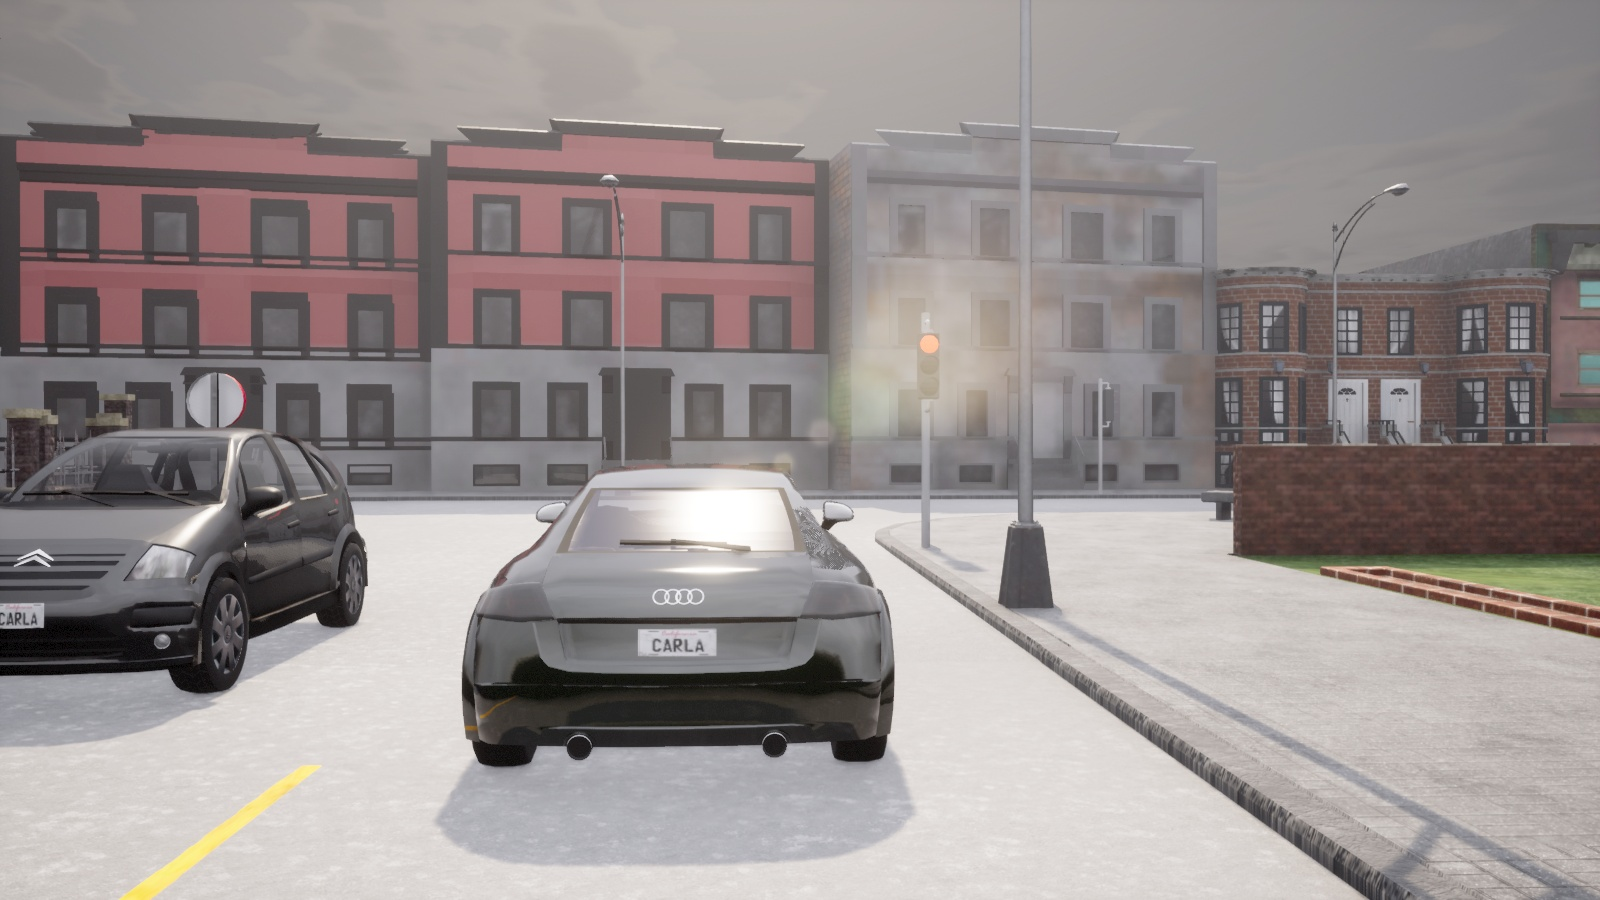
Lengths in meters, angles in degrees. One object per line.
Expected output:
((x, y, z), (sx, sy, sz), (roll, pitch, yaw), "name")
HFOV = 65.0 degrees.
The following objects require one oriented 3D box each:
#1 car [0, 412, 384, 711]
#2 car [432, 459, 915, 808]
((-4.377, 0.591, 8.792), (1.851, 1.617, 3.988), (0, 0, -4), "car")
((-0.617, 0.769, 7.296), (1.994, 1.385, 4.181), (0, 0, -3), "car")
